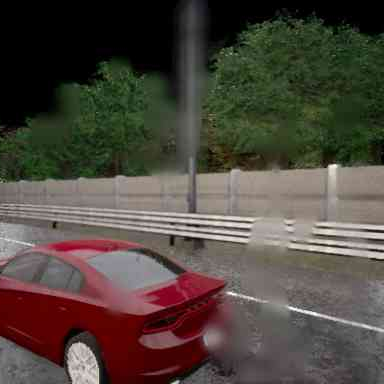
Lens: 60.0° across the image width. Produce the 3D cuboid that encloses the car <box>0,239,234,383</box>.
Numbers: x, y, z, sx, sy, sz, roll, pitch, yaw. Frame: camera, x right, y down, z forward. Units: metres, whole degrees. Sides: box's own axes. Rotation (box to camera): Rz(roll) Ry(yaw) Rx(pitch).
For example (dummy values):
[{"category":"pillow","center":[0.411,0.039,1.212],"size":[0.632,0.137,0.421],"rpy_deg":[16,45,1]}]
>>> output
[{"category":"car","center":[-1.791,1.479,5.154],"size":[5.008,1.535,1.882],"rpy_deg":[0,0,36]}]
